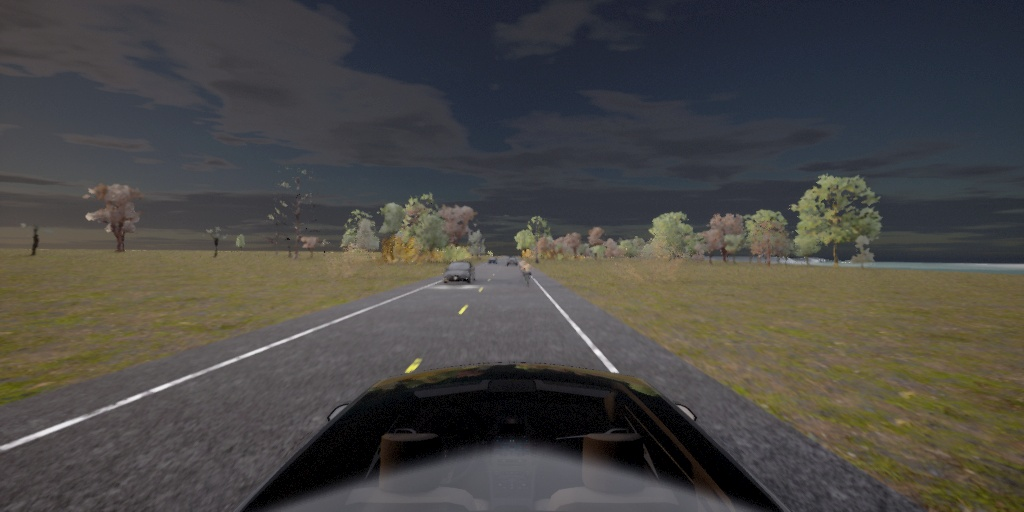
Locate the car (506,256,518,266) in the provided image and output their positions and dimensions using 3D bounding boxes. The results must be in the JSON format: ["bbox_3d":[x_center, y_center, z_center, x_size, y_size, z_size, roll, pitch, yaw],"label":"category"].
[{"bbox_3d":[0.037,0.938,61.125,1.812,1.442,4.674,0,0,0],"label":"car"}]

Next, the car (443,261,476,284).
[{"bbox_3d":[-3.594,1.120,25.224,1.837,1.490,4.892,0,1,0],"label":"car"}]

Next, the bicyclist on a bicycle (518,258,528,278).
[{"bbox_3d":[0.945,1.021,31.100,0.866,1.612,1.509,0,0,0],"label":"bicyclist on a bicycle"}]

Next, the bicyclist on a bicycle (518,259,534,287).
[{"bbox_3d":[0.968,1.072,22.079,0.866,1.612,1.509,0,1,0],"label":"bicyclist on a bicycle"}]
